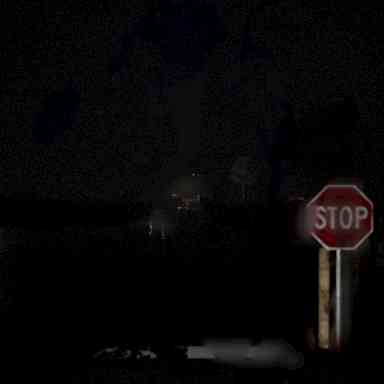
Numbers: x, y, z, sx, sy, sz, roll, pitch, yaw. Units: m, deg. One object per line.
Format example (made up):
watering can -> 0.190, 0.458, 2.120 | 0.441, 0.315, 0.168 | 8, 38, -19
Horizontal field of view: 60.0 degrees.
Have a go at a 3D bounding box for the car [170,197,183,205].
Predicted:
car -> -2.797, 1.600, 60.848 | 2.033, 1.411, 5.357 | 0, 0, 0

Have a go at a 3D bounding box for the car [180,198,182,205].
car -> -2.861, 1.528, 50.191 | 2.128, 1.511, 4.902 | 0, 0, 0

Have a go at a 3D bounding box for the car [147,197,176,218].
car -> -2.863, 1.508, 30.053 | 2.128, 1.511, 4.902 | 0, 0, 0

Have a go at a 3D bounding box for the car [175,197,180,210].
car -> -2.862, 1.587, 40.055 | 1.994, 1.385, 4.181 | 0, 0, 0
